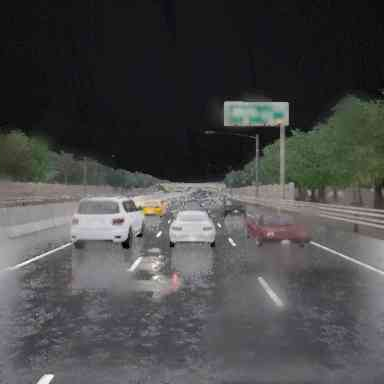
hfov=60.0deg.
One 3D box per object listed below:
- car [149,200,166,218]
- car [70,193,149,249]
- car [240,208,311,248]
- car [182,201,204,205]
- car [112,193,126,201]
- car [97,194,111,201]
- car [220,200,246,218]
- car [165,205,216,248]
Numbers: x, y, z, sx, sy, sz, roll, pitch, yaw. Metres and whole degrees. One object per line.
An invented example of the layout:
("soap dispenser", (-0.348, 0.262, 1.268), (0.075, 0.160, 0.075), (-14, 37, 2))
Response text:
("car", (-3.408, 1.417, 29.601), (1.882, 1.535, 5.008), (0, 0, 0))
("car", (-3.476, 1.235, 14.647), (2.150, 2.045, 5.566), (0, 0, 0))
("car", (3.524, 1.594, 14.627), (1.895, 1.301, 4.718), (0, 0, 0))
("car", (0.091, 1.505, 29.580), (1.994, 1.385, 4.181), (0, 0, 0))
("car", (-16.887, 1.088, 77.416), (2.097, 1.767, 4.553), (0, 0, 1))
("car", (-20.387, 1.232, 77.444), (1.837, 1.490, 4.892), (0, 0, 1))
("car", (3.591, 1.418, 29.558), (1.882, 1.535, 5.008), (0, 0, 0))
("car", (0.024, 1.511, 14.607), (1.812, 1.442, 4.674), (0, 0, 0))
